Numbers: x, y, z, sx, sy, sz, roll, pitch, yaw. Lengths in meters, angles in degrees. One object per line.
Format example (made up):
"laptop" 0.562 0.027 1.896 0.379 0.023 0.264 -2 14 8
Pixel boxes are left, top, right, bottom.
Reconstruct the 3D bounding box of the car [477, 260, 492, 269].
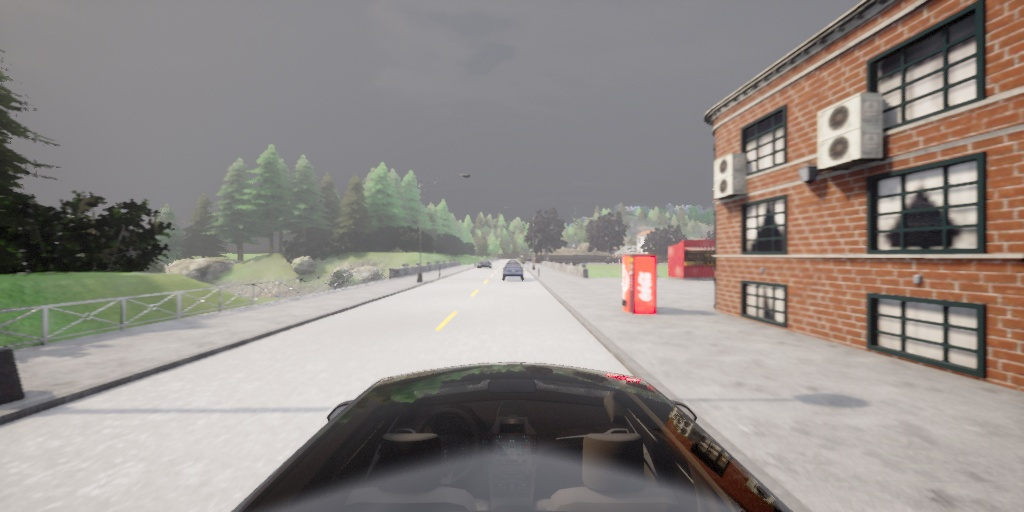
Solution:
"car" -4.068 1.291 53.698 1.994 1.385 4.181 0 0 0

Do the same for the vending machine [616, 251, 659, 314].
"vending machine" 4.299 0.941 12.150 1.100 2.100 0.880 0 0 0

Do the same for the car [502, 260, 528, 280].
"car" 0.097 1.284 31.258 2.033 1.411 5.357 0 0 0
